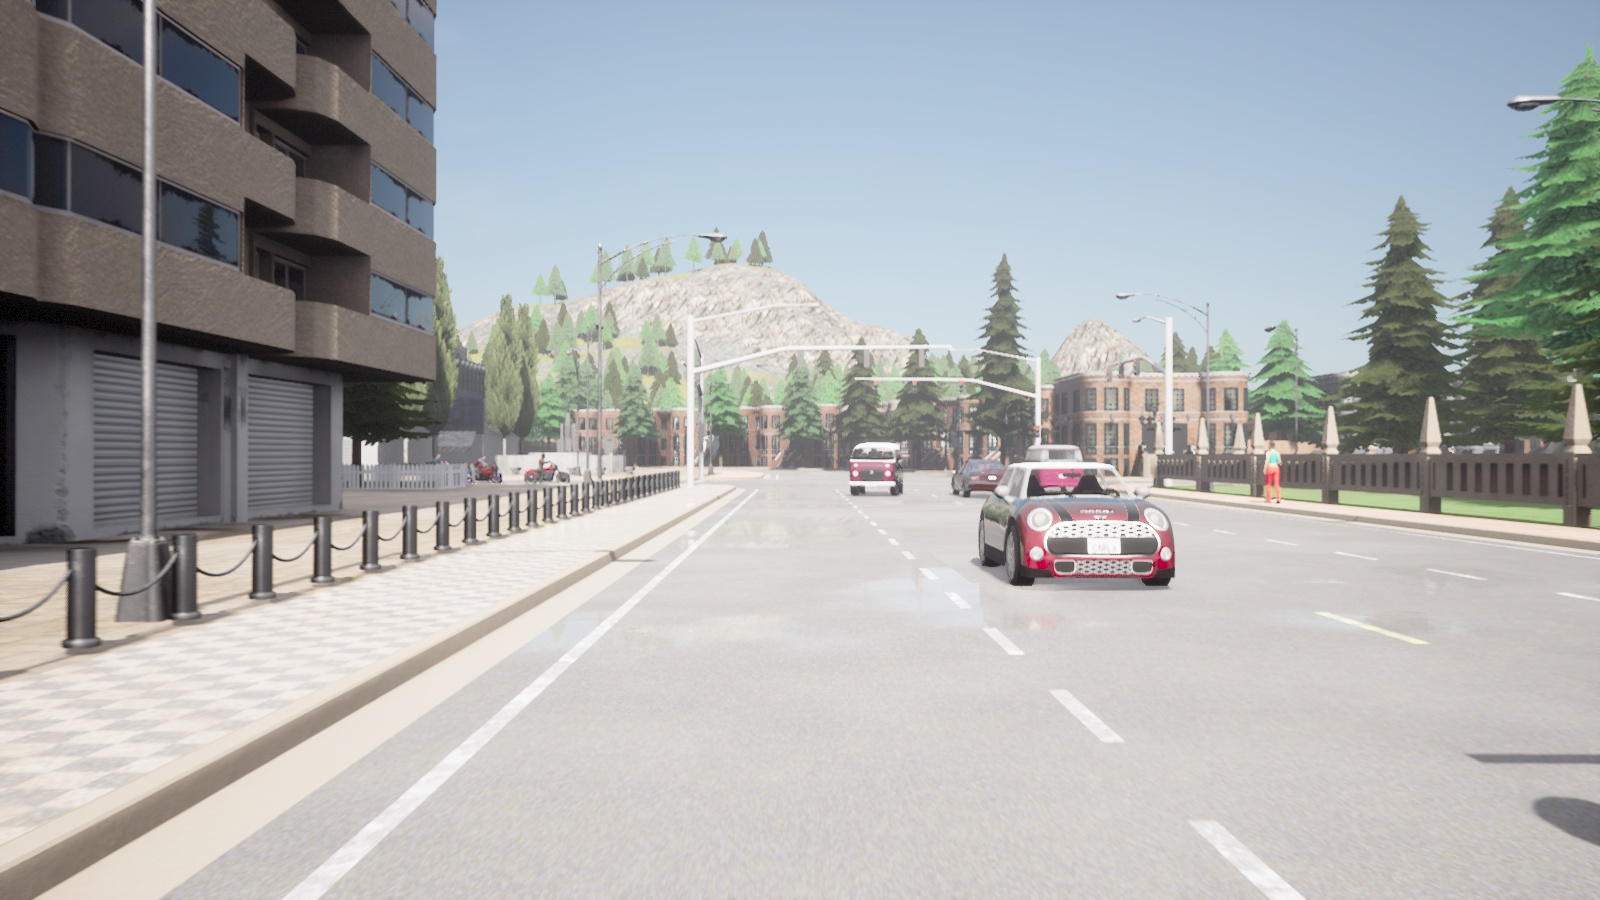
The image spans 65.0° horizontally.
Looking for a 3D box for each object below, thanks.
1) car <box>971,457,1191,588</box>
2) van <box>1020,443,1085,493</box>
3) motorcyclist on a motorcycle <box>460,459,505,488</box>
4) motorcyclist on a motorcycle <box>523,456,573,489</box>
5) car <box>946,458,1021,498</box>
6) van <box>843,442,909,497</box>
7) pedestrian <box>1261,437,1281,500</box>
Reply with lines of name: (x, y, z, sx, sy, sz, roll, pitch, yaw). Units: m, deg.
car: (3.460, 0.838, 16.197, 1.970, 1.475, 3.806, 0, 0, 0)
van: (10.376, 0.722, 51.833, 1.775, 1.987, 4.442, 0, 0, 0)
motorcyclist on a motorcycle: (-16.858, 1.250, 66.693, 2.191, 1.530, 0.866, 0, 0, 0)
motorcyclist on a motorcycle: (-12.691, 1.123, 63.206, 2.350, 1.649, 0.766, 0, 0, 0)
car: (6.887, 1.023, 47.577, 2.033, 1.411, 5.357, 0, 0, 0)
van: (2.990, 0.730, 48.632, 2.069, 2.038, 4.480, 0, 0, 10)
pedestrian: (13.835, 0.544, 36.885, 0.345, 1.836, 0.594, 0, 0, -2)
